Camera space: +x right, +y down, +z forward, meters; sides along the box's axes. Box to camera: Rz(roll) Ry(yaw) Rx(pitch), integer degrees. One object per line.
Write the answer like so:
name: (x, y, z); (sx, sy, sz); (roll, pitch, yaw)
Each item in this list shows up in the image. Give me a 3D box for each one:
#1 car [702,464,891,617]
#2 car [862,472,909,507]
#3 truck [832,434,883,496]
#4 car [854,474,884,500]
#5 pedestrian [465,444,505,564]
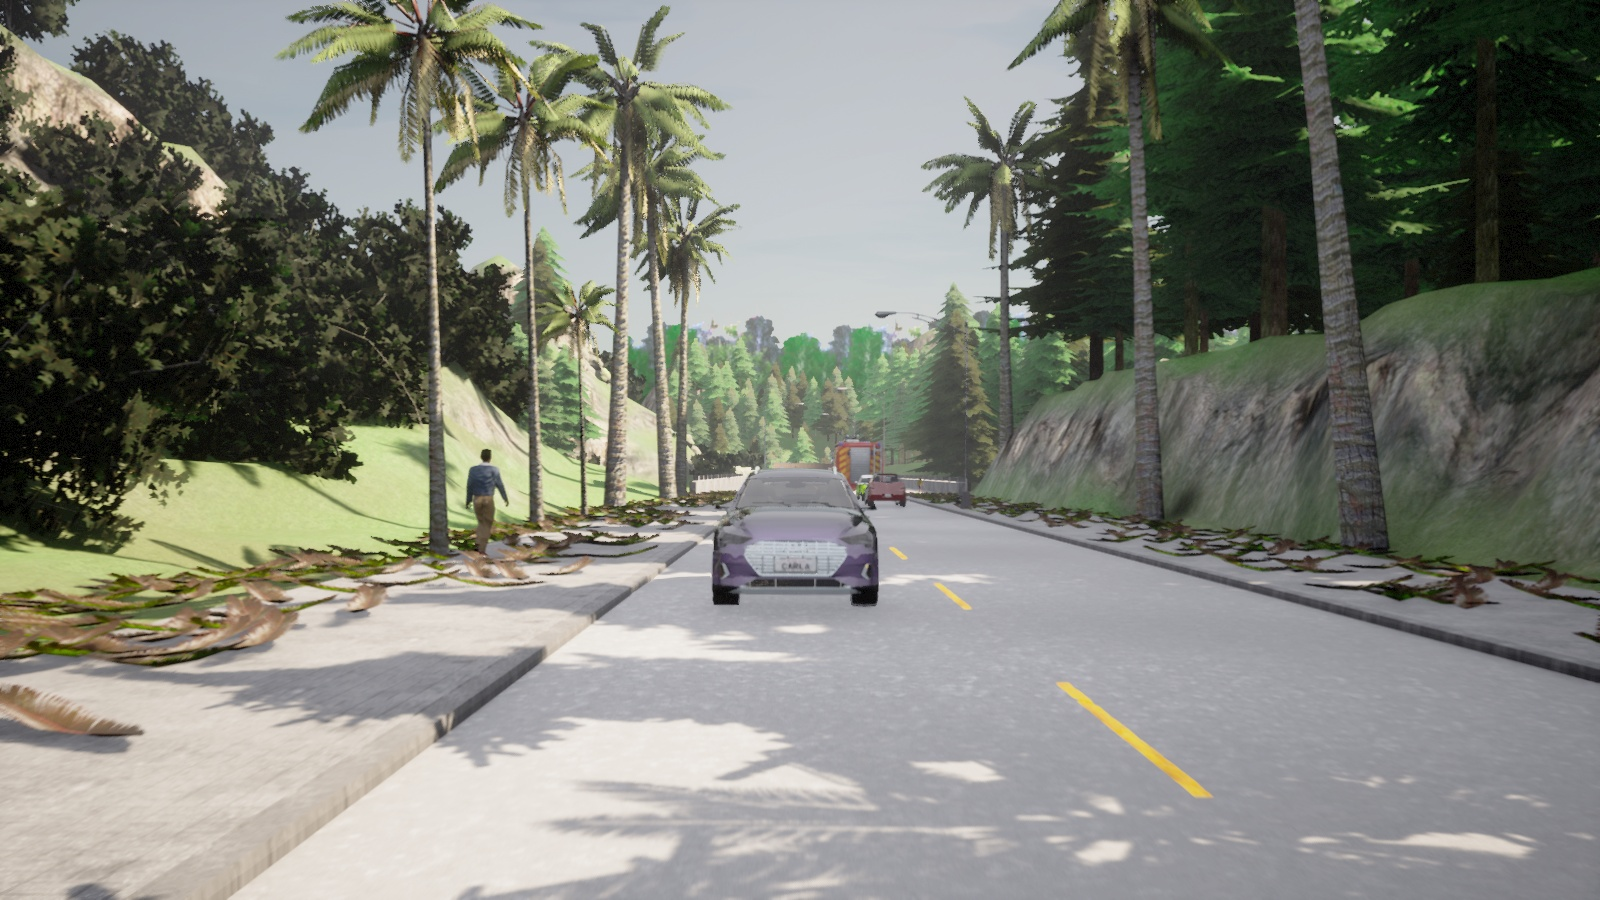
car: (-0.048, 1.012, 15.967); (2.033, 1.649, 4.856); (0, -1, 0)
car: (3.790, 1.757, 56.315); (1.845, 1.501, 3.633); (0, -1, 0)
truck: (3.681, 1.007, 81.958); (2.891, 3.827, 8.468); (0, -1, 0)
car: (3.742, 1.997, 68.257); (1.481, 1.376, 2.207); (0, 0, 0)
pedestrian: (-5.208, 0.889, 20.791); (0.423, 1.949, 0.788); (0, -1, 4)
